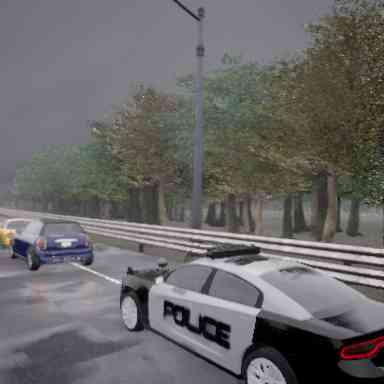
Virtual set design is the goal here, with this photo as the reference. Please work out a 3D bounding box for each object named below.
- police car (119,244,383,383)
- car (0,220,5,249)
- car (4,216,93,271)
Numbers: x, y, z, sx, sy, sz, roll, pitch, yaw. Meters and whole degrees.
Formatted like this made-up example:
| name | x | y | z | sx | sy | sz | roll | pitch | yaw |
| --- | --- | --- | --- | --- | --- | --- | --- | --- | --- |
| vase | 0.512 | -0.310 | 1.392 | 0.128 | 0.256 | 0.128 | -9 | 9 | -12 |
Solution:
| name | x | y | z | sx | sy | sz | roll | pitch | yaw |
| --- | --- | --- | --- | --- | --- | --- | --- | --- | --- |
| police car | 0.547 | 1.687 | 5.390 | 1.930 | 1.638 | 5.238 | 3 | -3 | -39 |
| car | -9.377 | 2.062 | 17.722 | 1.801 | 1.575 | 5.366 | 3 | -3 | -38 |
| car | -5.573 | 1.822 | 12.925 | 2.097 | 1.767 | 4.553 | 3 | -3 | -39 |
